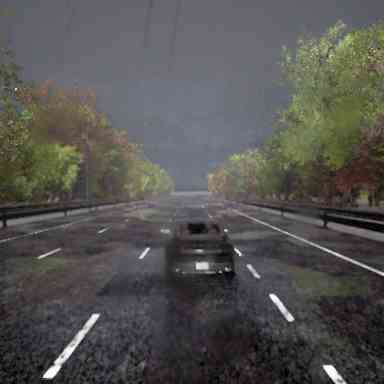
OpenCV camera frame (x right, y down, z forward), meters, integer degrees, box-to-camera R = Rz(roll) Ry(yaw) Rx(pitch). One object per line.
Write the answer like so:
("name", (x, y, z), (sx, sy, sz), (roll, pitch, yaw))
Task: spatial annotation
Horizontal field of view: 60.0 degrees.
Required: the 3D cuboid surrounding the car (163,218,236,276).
("car", (0.164, 1.584, 10.413), (1.837, 1.490, 4.892), (0, -1, -2))
